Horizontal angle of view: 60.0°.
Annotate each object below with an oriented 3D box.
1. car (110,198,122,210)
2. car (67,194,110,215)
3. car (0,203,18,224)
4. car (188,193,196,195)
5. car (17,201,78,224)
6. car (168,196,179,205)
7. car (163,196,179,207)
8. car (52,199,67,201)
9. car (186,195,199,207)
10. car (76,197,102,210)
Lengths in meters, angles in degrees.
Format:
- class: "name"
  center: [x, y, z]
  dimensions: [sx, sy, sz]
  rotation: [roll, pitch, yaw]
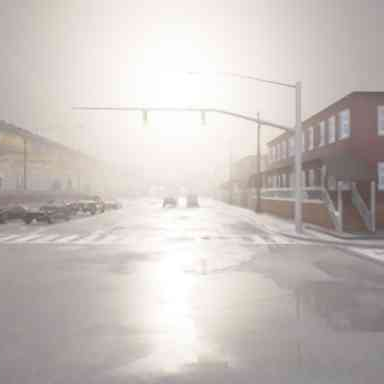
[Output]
- class: "car"
  center: [-10.554, 1.559, 44.261]
  dimensions: [1.812, 1.442, 4.674]
  rotation: [0, 0, 0]
- class: "car"
  center: [-10.590, 1.247, 34.466]
  dimensions: [2.150, 2.045, 5.566]
  rotation: [0, 0, 0]
- class: "car"
  center: [-14.097, 1.566, 25.254]
  dimensions: [2.033, 1.411, 5.357]
  rotation: [0, 0, 0]
- class: "car"
  center: [0.004, 1.269, 63.533]
  dimensions: [2.150, 2.045, 5.566]
  rotation: [0, 0, 0]
- class: "car"
  center: [-10.609, 1.619, 24.840]
  dimensions: [1.895, 1.301, 4.718]
  rotation: [0, 0, 3]
- class: "car"
  center: [-3.496, 1.524, 63.212]
  dimensions: [1.882, 1.535, 5.008]
  rotation: [0, 0, 0]
- class: "car"
  center: [-3.491, 1.391, 53.214]
  dimensions: [2.097, 1.767, 4.553]
  rotation: [0, 0, 0]
- class: "car"
  center: [-14.088, 1.504, 35.143]
  dimensions: [1.882, 1.535, 5.008]
  rotation: [0, 0, 0]
- class: "car"
  center: [0.106, 1.587, 52.887]
  dimensions: [2.033, 1.411, 5.357]
  rotation: [0, 0, 0]
- class: "car"
  center: [-14.037, 1.511, 45.607]
  dimensions: [1.882, 1.535, 5.008]
  rotation: [0, 0, 1]
